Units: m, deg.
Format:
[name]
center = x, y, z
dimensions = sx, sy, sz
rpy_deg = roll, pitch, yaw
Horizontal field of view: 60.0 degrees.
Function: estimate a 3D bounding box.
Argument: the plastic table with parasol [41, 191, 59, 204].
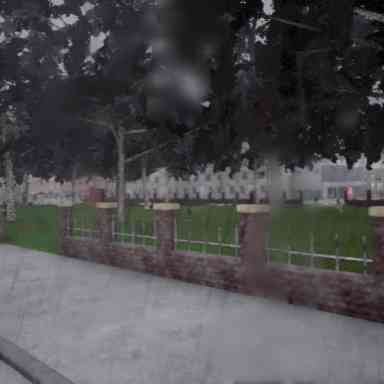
[plastic table with parasol]
center = -27.577, 1.104, 64.688
dimensions = 2.482, 2.480, 2.482
rpy_deg = 1, 0, 0
